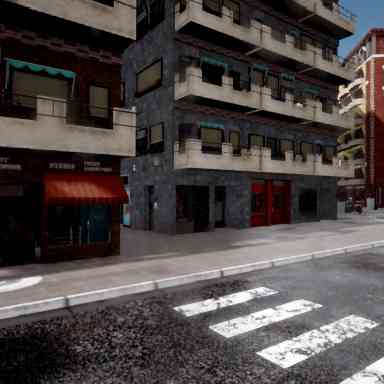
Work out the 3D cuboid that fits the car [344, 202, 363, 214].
[{"bbox_3d":[17.812,1.789,38.243,1.895,1.301,4.718,0,0,5],"label":"car"}]
